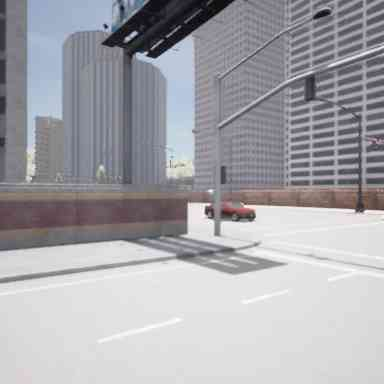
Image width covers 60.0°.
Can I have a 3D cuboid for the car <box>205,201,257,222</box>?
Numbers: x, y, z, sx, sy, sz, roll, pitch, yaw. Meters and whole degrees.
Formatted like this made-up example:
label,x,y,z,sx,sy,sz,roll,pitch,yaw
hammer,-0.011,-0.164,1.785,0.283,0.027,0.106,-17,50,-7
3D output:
label,x,y,z,sx,sy,sz,roll,pitch,yaw
car,3.064,1.501,27.035,1.882,1.535,5.008,0,0,-35
